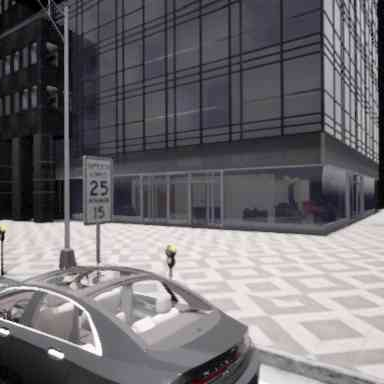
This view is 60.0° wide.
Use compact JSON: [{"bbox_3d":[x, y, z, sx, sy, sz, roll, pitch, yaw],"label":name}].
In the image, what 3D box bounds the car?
[{"bbox_3d":[-1.396,1.582,3.958,4.403,1.369,2.008,-1,0,36],"label":"car"}]
